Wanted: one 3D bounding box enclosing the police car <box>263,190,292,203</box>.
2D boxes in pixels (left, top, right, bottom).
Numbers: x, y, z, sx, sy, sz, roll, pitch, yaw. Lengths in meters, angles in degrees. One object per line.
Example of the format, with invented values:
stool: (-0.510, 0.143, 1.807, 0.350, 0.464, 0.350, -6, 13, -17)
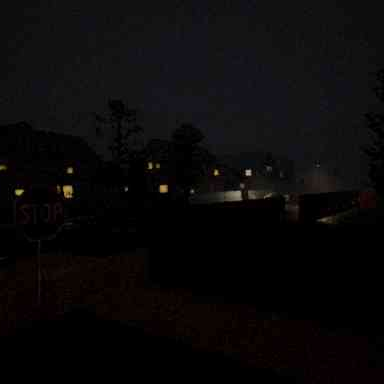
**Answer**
police car: (9.663, 0.595, 37.696, 2.038, 1.542, 4.974, -1, 1, 36)
